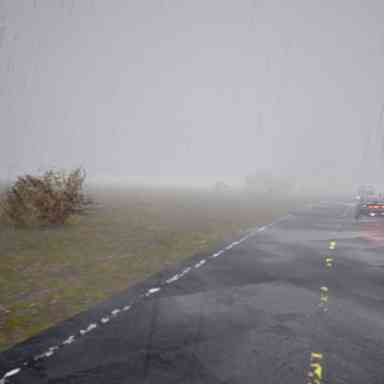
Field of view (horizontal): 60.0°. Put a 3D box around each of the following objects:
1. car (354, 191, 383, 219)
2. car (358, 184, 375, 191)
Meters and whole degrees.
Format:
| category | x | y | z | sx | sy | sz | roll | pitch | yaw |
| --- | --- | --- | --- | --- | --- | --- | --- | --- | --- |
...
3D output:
| category | x | y | z | sx | sy | sz | roll | pitch | yaw |
| --- | --- | --- | --- | --- | --- | --- | --- | --- | --- |
| car | 11.532 | 0.960 | 21.268 | 1.837 | 1.490 | 4.892 | 4 | 3 | 27 |
| car | 30.617 | -0.296 | 58.289 | 2.150 | 2.045 | 5.566 | 4 | 3 | 35 |
